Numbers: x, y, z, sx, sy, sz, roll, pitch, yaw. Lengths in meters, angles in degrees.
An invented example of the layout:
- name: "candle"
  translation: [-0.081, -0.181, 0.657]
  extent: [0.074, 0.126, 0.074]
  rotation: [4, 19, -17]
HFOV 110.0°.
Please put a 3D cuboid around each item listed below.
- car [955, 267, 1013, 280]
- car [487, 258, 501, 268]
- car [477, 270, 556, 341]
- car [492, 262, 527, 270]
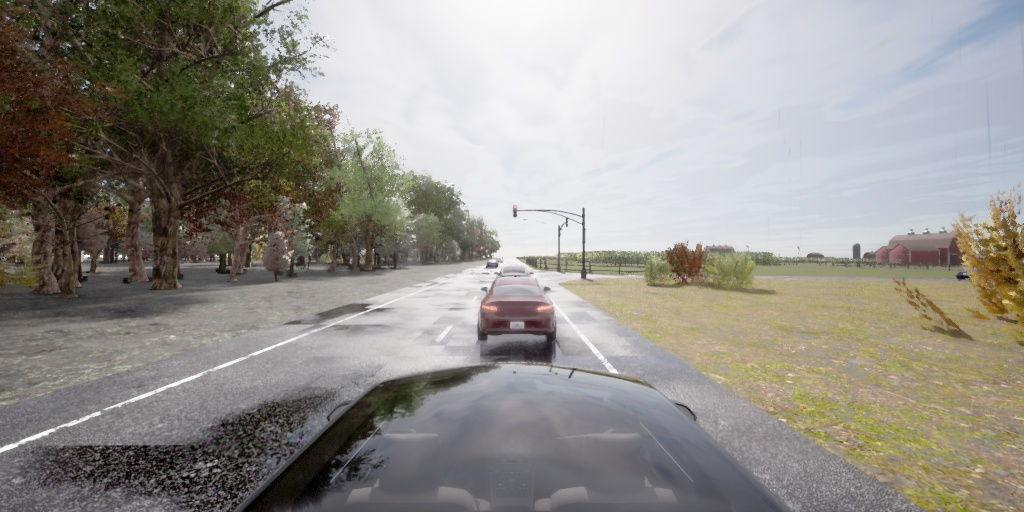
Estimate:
- name: "car"
  translation: [48.942, 1.845, 37.138]
  extent: [4.181, 1.385, 1.994]
  rotation: [1, -1, 0]
- name: "car"
  translation: [-3.384, 1.318, 62.769]
  extent: [1.994, 1.385, 4.181]
  rotation: [0, 0, 0]
- name: "car"
  translation: [0.111, 1.278, 9.780]
  extent: [1.812, 1.442, 4.674]
  rotation: [0, 0, 0]
- name: "car"
  translation: [0.104, 1.259, 19.042]
  extent: [1.837, 1.490, 4.892]
  rotation: [0, 0, 0]
